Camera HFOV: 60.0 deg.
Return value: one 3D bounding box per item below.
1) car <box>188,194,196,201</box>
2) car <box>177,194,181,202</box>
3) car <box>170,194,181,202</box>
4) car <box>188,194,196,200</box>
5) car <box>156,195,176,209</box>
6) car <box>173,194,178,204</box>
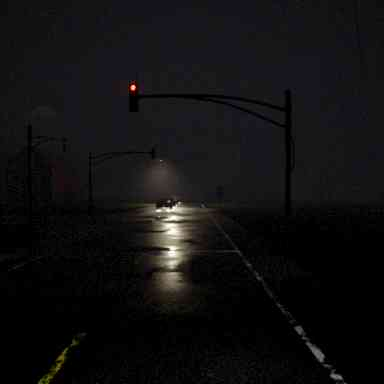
[{"bbox_3d":[-0.003,1.463,76.770,1.994,1.385,4.181,0,0,0],"label":"car"},{"bbox_3d":[-3.562,1.416,62.482,1.882,1.535,5.008,0,0,1],"label":"car"},{"bbox_3d":[-3.501,1.266,72.458,2.097,1.767,4.553,0,0,0],"label":"car"},{"bbox_3d":[-0.004,1.387,86.362,1.837,1.490,4.892,0,0,0],"label":"car"},{"bbox_3d":[-3.591,1.530,44.470,1.994,1.385,4.181,0,0,0],"label":"car"},{"bbox_3d":[-3.581,1.479,53.131,1.812,1.442,4.674,0,0,0],"label":"car"}]
